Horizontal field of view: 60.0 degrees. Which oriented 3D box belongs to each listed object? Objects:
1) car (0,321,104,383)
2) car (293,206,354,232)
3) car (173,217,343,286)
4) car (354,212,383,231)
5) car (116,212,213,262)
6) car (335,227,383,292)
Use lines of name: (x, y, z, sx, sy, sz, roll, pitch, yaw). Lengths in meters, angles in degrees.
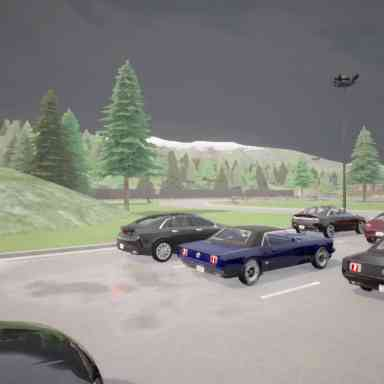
car: (-2.899, 1.492, 1.677, 4.902, 1.511, 2.128, 0, 0, -35)
car: (7.299, 1.491, 17.530, 4.902, 1.511, 2.128, 0, 0, -35)
car: (2.022, 1.601, 9.478, 4.718, 1.301, 1.895, 0, 0, -35)
car: (9.442, 1.526, 14.759, 4.674, 1.442, 1.812, 0, 0, -35)
car: (-0.290, 1.505, 12.129, 4.892, 1.490, 1.837, 0, 0, -35)
car: (5.596, 1.601, 7.726, 4.718, 1.301, 1.895, 0, 0, -35)
